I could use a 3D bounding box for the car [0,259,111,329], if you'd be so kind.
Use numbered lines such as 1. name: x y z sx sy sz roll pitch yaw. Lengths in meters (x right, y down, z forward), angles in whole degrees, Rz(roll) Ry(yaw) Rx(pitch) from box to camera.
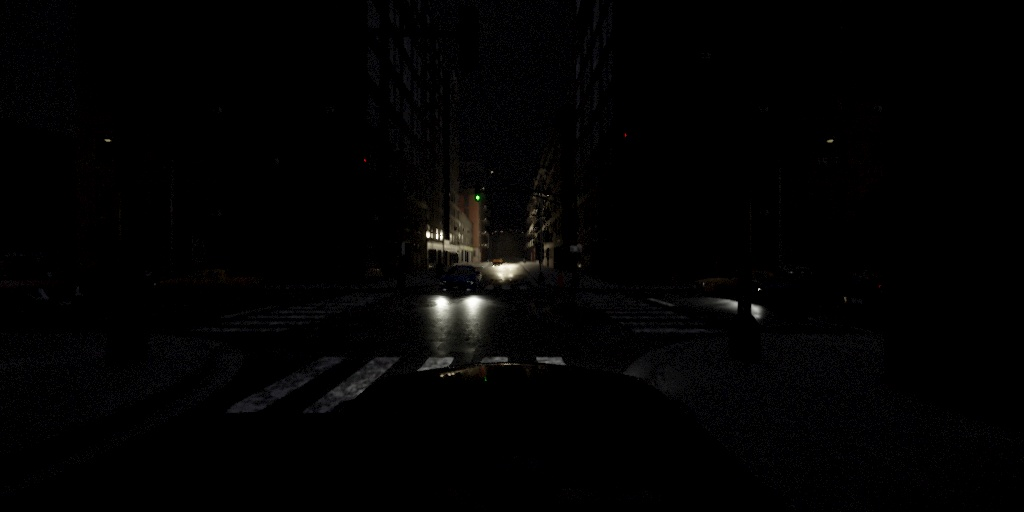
1. car: -15.107 1.022 10.104 5.009 1.841 2.192 0 0 0

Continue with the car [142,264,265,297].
1. car: -15.262 1.255 18.130 4.829 1.417 1.751 0 0 0

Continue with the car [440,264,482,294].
1. car: -2.763 1.251 20.147 1.882 1.535 5.008 0 1 0

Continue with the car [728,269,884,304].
1. car: 12.786 1.295 15.573 5.357 1.411 2.033 0 0 0

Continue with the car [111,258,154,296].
1. car: -20.771 1.038 18.134 5.009 1.841 2.192 0 0 0

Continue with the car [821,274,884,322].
1. car: 11.776 1.298 10.084 4.313 1.339 1.948 0 0 0

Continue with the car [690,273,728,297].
1. car: 11.621 1.279 18.110 4.829 1.417 1.751 0 0 0
